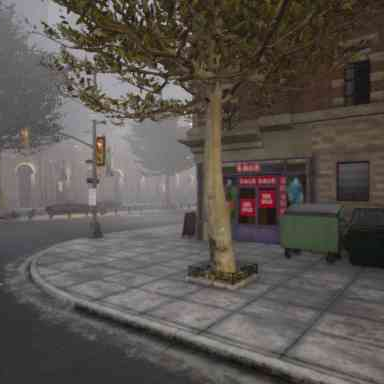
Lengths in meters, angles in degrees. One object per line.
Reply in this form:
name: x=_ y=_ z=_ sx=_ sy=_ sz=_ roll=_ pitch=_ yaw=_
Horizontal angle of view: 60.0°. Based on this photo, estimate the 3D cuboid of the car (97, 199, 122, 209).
car: x=-11.936 y=1.578 z=45.181 sx=1.895 sy=1.301 sz=4.718 roll=0 pitch=0 yaw=36

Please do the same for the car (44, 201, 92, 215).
car: x=-12.479 y=1.550 z=33.197 sx=1.994 sy=1.385 sz=4.181 roll=0 pitch=0 yaw=36
